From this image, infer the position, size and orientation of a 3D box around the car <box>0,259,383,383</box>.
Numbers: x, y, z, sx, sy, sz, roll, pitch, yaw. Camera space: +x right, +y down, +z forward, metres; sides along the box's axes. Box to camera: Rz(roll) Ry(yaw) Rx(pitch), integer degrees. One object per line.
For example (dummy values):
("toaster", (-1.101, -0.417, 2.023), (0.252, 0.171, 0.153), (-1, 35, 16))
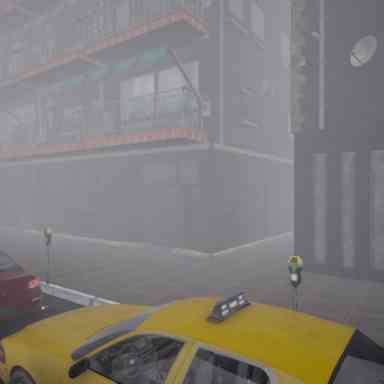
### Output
("car", (0.086, 1.525, 2.816), (4.829, 1.417, 1.752), (0, 0, 36))

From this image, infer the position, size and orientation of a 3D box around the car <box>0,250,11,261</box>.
("car", (-4.353, 1.581, 5.997), (4.206, 1.307, 1.802), (0, 0, 36))
